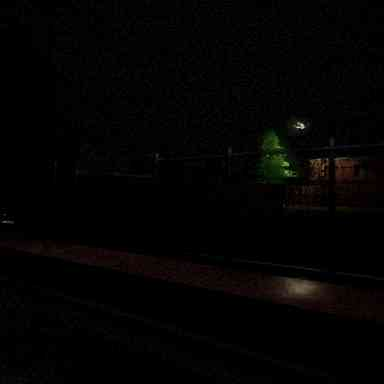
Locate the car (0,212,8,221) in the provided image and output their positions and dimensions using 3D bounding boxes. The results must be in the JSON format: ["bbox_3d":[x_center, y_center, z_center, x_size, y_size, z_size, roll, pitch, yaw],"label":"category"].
[{"bbox_3d":[-14.866,1.457,21.144,2.033,1.411,5.357,0,0,40],"label":"car"}]
